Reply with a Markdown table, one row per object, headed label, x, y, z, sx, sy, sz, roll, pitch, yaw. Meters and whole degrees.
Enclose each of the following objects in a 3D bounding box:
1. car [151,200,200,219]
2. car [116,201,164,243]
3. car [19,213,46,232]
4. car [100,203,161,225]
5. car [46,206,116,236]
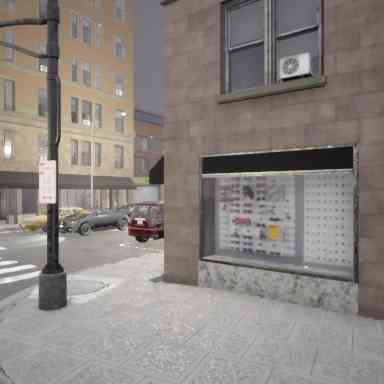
| label | x | y | z | sx | sy | sz | roll | pitch | yaw |
| --- | --- | --- | --- | --- | --- | --- | --- | --- | --- |
| car | -1.359 | 1.496 | 29.383 | 1.752 | 1.417 | 4.829 | 0 | 0 | 35 |
| car | -0.732 | 1.306 | 15.346 | 2.192 | 1.841 | 5.009 | 0 | 0 | 35 |
| car | -7.815 | 1.519 | 20.096 | 1.752 | 1.417 | 4.829 | 0 | 0 | 35 |
| car | -4.489 | 1.548 | 24.880 | 1.947 | 1.339 | 4.313 | 0 | 0 | 35 |
| car | -5.515 | 1.557 | 18.573 | 1.994 | 1.385 | 4.181 | 0 | 0 | 35 |
